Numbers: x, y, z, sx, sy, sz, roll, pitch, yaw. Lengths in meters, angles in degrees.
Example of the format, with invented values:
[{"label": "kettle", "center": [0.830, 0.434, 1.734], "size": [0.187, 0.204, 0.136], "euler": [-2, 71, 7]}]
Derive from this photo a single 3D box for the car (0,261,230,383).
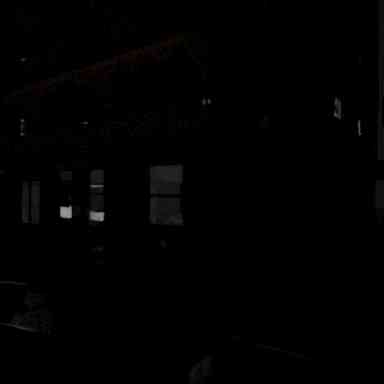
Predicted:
[{"label": "car", "center": [-1.619, 1.542, 4.029], "size": [4.313, 1.339, 1.947], "euler": [0, 0, 36]}]
